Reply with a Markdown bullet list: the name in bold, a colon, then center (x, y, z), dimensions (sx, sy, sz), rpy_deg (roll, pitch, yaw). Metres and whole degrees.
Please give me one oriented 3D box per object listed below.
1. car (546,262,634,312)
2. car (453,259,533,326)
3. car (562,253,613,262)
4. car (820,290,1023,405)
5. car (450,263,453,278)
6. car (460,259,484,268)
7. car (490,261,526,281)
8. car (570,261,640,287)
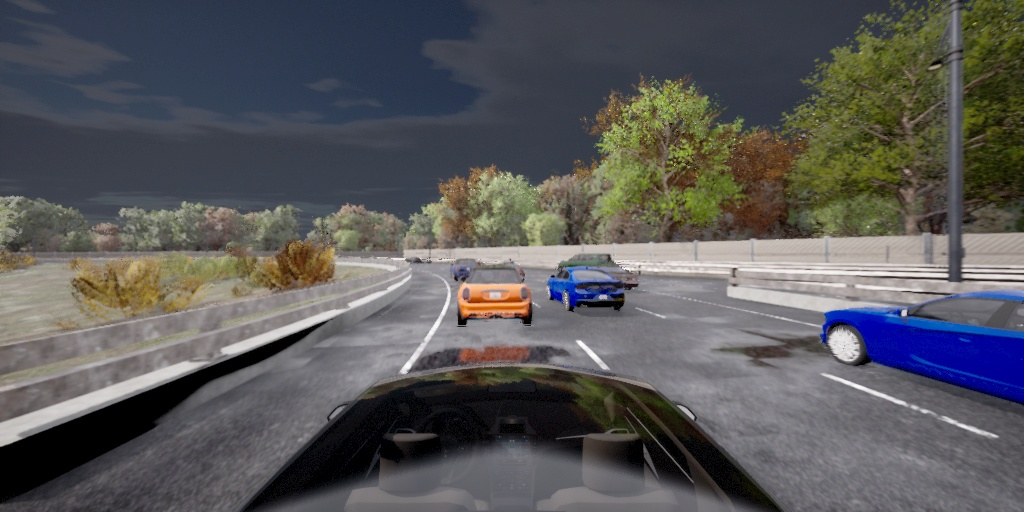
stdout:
- **car**: center (2.655, 1.158, 13.968), dimensions (1.882, 1.535, 5.008), rpy_deg (0, 0, -6)
- **car**: center (-0.621, 1.055, 11.677), dimensions (2.097, 1.767, 4.553), rpy_deg (0, 0, -5)
- **car**: center (6.340, 0.788, 31.087), dimensions (2.150, 2.045, 5.566), rpy_deg (0, 0, -34)
- **car**: center (6.888, 1.189, 4.809), dimensions (1.882, 1.535, 5.008), rpy_deg (0, 0, -1)
- **car**: center (-3.822, 0.982, 28.907), dimensions (2.097, 1.767, 4.553), rpy_deg (0, 0, -15)
- **car**: center (-6.030, 1.111, 53.503), dimensions (1.895, 1.301, 4.718), rpy_deg (0, 0, -27)
- **car**: center (-0.421, 1.178, 29.732), dimensions (1.994, 1.385, 4.181), rpy_deg (0, 0, -15)
- **car**: center (5.251, 1.187, 20.500), dimensions (2.033, 1.411, 5.357), rpy_deg (0, 0, -9)
